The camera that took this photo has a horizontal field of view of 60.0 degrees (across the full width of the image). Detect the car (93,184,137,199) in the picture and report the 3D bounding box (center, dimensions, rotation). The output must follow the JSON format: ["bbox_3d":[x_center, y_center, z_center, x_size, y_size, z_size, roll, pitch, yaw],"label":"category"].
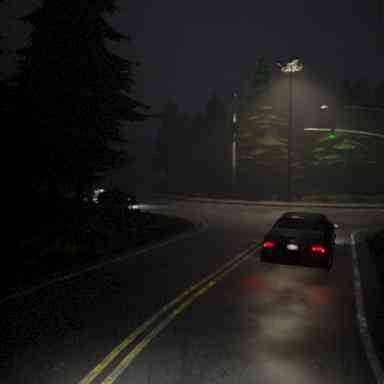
[{"bbox_3d":[-6.371,0.319,28.158,1.994,1.385,4.181,-3,5,-42],"label":"car"}]

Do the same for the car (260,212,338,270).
[{"bbox_3d":[3.567,1.357,10.674,2.033,1.411,5.357,2,3,24],"label":"car"}]

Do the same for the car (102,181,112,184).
[{"bbox_3d":[-13.913,-1.295,52.299,2.128,1.511,4.902,0,4,-2],"label":"car"}]

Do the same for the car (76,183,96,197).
[{"bbox_3d":[-12.145,-0.310,38.461,1.895,1.301,4.718,-1,4,-14],"label":"car"}]
